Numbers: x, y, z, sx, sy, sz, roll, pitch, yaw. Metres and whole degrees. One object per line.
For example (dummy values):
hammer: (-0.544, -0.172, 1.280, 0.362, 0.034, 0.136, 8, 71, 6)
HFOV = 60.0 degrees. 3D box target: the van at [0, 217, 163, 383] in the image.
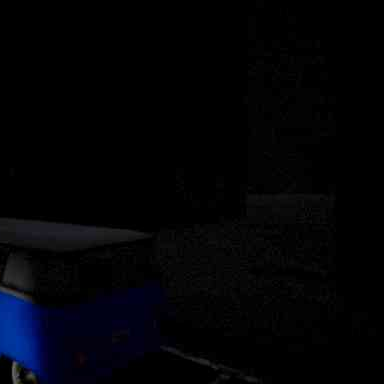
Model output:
van: (-2.270, 1.319, 4.697, 3.998, 1.788, 1.690, 0, 0, 36)
